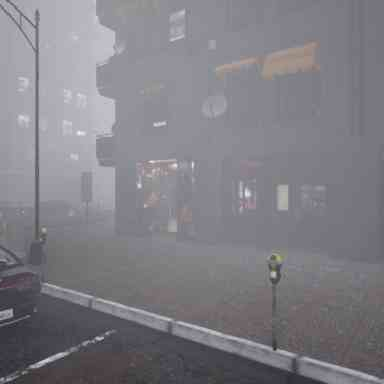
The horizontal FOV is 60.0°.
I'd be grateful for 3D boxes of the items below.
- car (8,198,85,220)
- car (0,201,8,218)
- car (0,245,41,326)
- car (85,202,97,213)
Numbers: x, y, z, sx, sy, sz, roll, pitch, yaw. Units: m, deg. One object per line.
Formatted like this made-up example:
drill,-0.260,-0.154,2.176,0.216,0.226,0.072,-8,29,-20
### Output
car,-11.116,1.283,25.826,1.837,1.490,4.892,0,1,35
car,-14.082,1.350,26.081,2.008,1.369,4.403,1,1,35
car,-4.503,1.551,6.078,4.403,1.369,2.008,0,0,35
car,-10.996,1.250,30.509,1.752,1.417,4.829,1,1,35
